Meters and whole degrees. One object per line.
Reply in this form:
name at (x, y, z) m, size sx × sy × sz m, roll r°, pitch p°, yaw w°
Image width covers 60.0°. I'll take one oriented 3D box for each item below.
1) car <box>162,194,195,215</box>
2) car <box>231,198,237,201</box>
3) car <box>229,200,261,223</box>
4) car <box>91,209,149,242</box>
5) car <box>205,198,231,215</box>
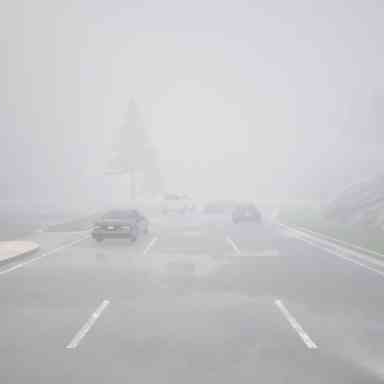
car at (-1.288, 1.215, 33.660) m, size 2.150 × 2.045 × 5.566 m, roll 0°, pitch -1°, yaw 15°
car at (5.294, 1.526, 44.152) m, size 1.812 × 1.442 × 4.674 m, roll 0°, pitch 0°, yaw 16°
car at (4.063, 1.563, 25.229) m, size 1.994 × 1.385 × 4.181 m, roll 0°, pitch 0°, yaw 5°
car at (-3.366, 1.547, 16.453) m, size 2.033 × 1.411 × 5.357 m, roll 0°, pitch 0°, yaw 1°
car at (2.535, 1.526, 34.191) m, size 1.812 × 1.442 × 4.674 m, roll 0°, pitch 0°, yaw 15°
